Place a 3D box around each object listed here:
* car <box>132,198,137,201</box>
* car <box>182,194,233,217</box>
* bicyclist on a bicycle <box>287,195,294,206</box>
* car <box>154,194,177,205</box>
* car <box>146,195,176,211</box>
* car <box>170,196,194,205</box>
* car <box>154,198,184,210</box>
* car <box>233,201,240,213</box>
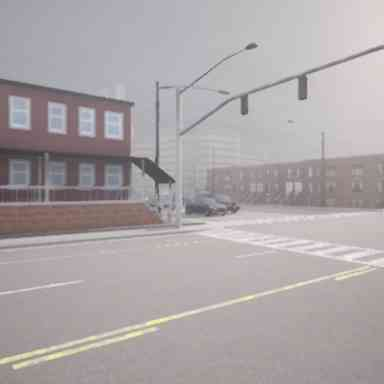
[{"bbox_3d":[-9.041,1.592,52.347,1.895,1.301,4.718,0,0,-35],"label":"car"},{"bbox_3d":[1.367,1.343,31.682,2.097,1.767,4.553,0,0,-36],"label":"car"},{"bbox_3d":[14.251,1.281,48.024,1.656,1.620,0.582,0,0,-36],"label":"bicyclist on a bicycle"},{"bbox_3d":[-4.675,1.340,58.387,2.097,1.767,4.553,0,0,-36],"label":"car"},{"bbox_3d":[-3.721,1.344,38.817,2.097,1.767,4.553,0,0,-36],"label":"car"},{"bbox_3d":[-1.844,1.491,60.445,1.837,1.490,4.892,0,0,-36],"label":"car"},{"bbox_3d":[-3.089,1.555,43.972,1.994,1.385,4.181,0,0,-35],"label":"car"},{"bbox_3d":[2.714,1.211,35.816,2.150,2.045,5.566,0,0,-36],"label":"car"}]
